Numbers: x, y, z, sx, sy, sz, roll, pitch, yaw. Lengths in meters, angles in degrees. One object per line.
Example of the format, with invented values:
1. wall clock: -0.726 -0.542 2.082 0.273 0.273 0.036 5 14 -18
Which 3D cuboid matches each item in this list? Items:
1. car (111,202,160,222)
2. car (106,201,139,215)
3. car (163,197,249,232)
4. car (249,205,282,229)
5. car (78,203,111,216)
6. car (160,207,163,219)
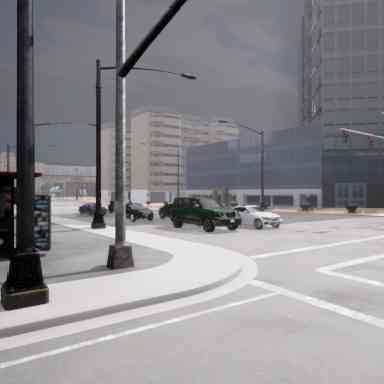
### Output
1. car: -5.114 1.741 29.302 1.837 1.490 4.892 0 -1 -36
2. car: -8.380 1.880 39.771 2.128 1.511 4.902 0 -1 -36
3. car: 0.693 1.335 21.304 2.150 2.045 5.566 0 -1 -36
4. car: 3.961 1.635 22.735 1.812 1.442 4.674 0 -1 -35
5. car: -11.361 1.938 37.918 2.033 1.411 5.357 0 -1 -36
6. car: -1.340 1.740 30.122 1.812 1.442 4.674 0 -1 -36
